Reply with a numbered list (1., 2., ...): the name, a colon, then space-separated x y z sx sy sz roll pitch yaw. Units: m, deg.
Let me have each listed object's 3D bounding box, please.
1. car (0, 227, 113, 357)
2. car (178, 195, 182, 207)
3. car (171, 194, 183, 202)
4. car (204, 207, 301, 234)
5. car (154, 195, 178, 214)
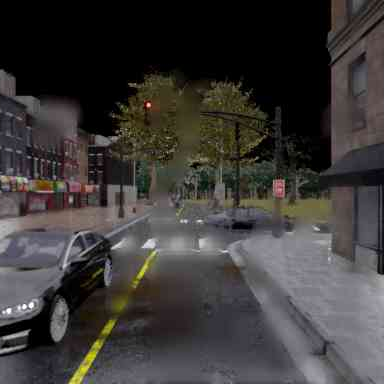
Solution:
1. car: -2.861 1.492 6.411 2.128 1.511 4.902 0 0 0
2. car: -2.937 1.565 51.920 1.882 1.535 5.008 0 0 0
3. car: -3.164 1.260 67.750 1.882 1.535 5.008 0 0 -10
4. car: 3.400 1.567 19.049 5.357 1.411 2.033 0 0 14
5. car: -2.909 1.396 36.256 2.097 1.767 4.553 0 0 0
